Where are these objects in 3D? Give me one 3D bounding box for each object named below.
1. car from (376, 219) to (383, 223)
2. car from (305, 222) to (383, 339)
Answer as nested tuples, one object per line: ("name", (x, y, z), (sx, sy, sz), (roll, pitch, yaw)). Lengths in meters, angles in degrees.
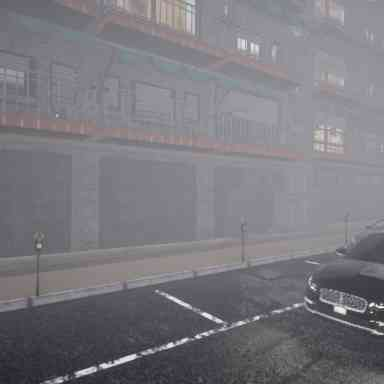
("car", (7.255, 1.583, 11.728), (4.206, 1.307, 1.802), (0, 1, -36))
("car", (4.178, 1.506, 6.363), (4.892, 1.490, 1.837), (0, 0, -36))
